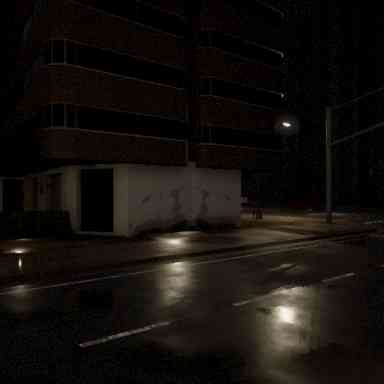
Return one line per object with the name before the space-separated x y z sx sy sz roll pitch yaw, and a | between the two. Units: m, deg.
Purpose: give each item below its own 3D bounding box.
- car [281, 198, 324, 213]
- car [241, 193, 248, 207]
car | 12.315 1.477 37.238 1.882 1.535 5.008 0 0 -36
car | 6.212 1.222 51.975 2.150 2.045 5.566 0 0 -36
